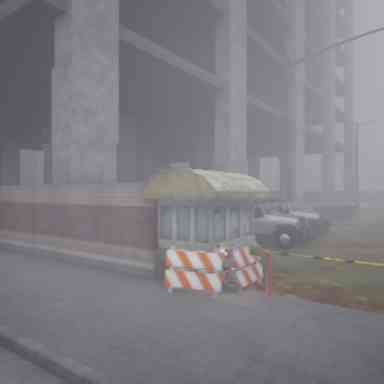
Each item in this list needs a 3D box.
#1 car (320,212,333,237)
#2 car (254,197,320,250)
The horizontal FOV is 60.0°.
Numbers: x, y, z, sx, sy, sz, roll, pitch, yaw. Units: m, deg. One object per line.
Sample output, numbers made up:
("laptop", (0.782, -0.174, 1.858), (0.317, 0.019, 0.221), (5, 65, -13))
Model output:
("car", (4.577, 1.182, 15.986), (3.866, 1.878, 1.905), (0, 0, 36))
("car", (2.855, 1.179, 13.602), (3.866, 1.878, 1.905), (0, 0, 36))
